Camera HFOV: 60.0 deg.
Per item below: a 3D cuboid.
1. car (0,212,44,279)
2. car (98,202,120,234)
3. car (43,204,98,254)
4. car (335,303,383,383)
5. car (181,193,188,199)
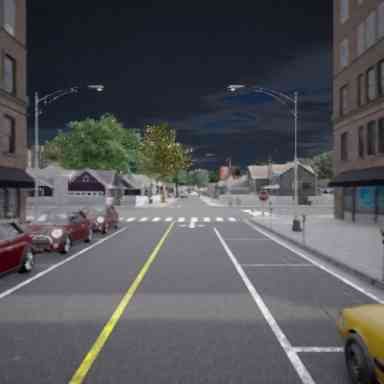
[{"bbox_3d":[-5.391,1.435,7.691,1.967,1.590,4.097,0,0,0],"label":"car"},{"bbox_3d":[-5.383,1.429,18.698,1.967,1.590,4.097,0,0,0],"label":"car"},{"bbox_3d":[-5.387,1.432,13.194,1.967,1.590,4.097,0,0,0],"label":"car"},{"bbox_3d":[2.653,1.524,2.356,1.752,1.417,4.829,0,0,0],"label":"car"},{"bbox_3d":[-2.071,1.069,89.577,1.882,1.535,5.008,0,0,0],"label":"car"}]
